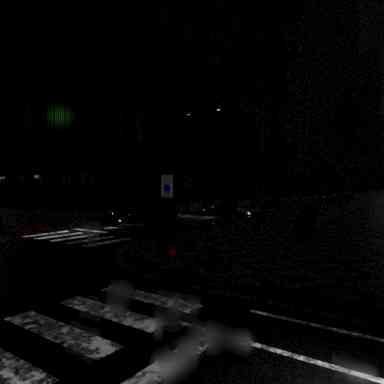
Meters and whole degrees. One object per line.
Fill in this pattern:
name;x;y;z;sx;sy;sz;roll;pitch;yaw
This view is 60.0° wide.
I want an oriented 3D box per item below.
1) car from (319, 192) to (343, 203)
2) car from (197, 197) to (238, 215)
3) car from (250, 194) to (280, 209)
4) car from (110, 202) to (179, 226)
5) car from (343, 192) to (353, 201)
car;19.600;0.814;47.417;1.837;1.490;4.892;0;1;36
car;2.322;1.158;28.768;1.812;1.442;4.674;0;1;36
car;8.129;0.977;36.868;1.882;1.535;5.008;0;1;36
car;-2.957;1.354;21.413;1.895;1.301;4.718;0;1;36
car;25.488;0.653;55.641;1.882;1.535;5.008;0;1;36
